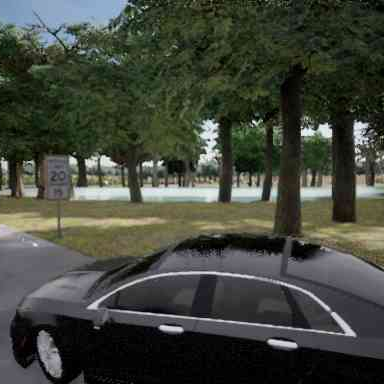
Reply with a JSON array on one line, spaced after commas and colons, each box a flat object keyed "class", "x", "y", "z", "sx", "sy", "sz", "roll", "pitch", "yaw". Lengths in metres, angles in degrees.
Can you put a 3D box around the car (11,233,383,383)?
[{"class": "car", "x": 0.166, "y": 1.320, "z": 3.851, "sx": 4.892, "sy": 1.490, "sz": 1.837, "roll": 0, "pitch": 9, "yaw": 20}]
